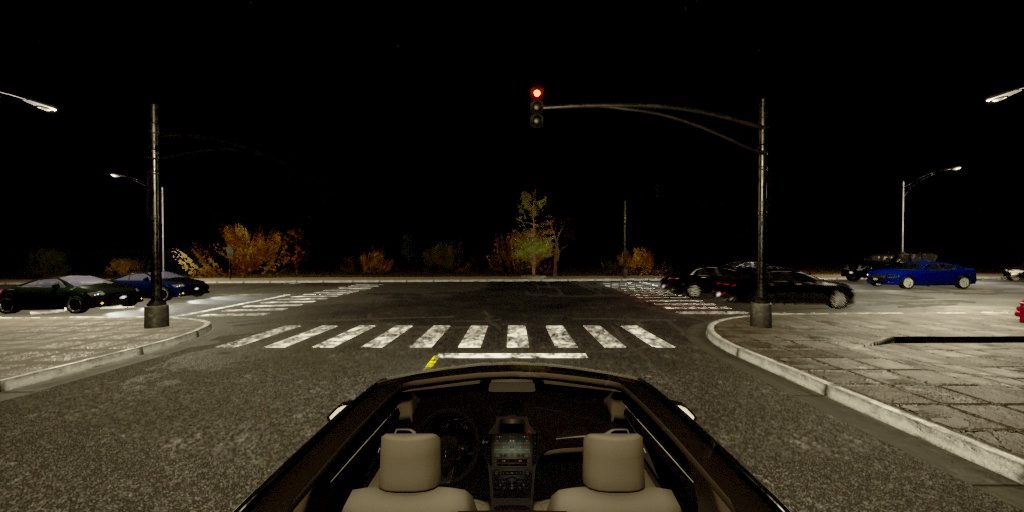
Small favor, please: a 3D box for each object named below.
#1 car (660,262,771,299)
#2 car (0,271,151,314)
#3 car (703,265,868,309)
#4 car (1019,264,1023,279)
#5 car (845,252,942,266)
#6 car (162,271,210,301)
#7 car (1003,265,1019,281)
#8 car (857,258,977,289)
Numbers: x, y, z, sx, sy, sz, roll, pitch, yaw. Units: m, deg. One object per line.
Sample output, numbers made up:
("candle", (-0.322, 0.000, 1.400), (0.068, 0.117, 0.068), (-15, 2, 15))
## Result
("car", (9.755, 1.200, 17.352), (4.892, 1.490, 1.837), (0, 1, 1))
("car", (-17.513, 1.478, 14.329), (4.181, 1.385, 1.994), (0, 1, 0))
("car", (10.542, 1.238, 14.096), (4.892, 1.490, 1.837), (0, 1, 1))
("car", (32.917, 1.038, 20.606), (4.674, 1.442, 1.812), (0, 1, 0))
("car", (25.411, 0.737, 23.916), (5.566, 2.045, 2.150), (0, 1, 1))
("car", (-17.455, 1.436, 17.573), (4.181, 1.385, 1.994), (0, 1, 0))
("car", (35.892, 0.946, 23.819), (4.902, 1.511, 2.128), (0, 1, 1))
("car", (23.480, 1.046, 20.684), (5.008, 1.535, 1.882), (0, 1, 0))
